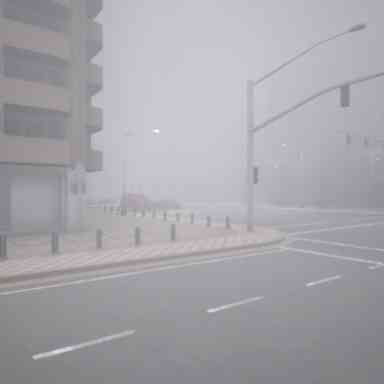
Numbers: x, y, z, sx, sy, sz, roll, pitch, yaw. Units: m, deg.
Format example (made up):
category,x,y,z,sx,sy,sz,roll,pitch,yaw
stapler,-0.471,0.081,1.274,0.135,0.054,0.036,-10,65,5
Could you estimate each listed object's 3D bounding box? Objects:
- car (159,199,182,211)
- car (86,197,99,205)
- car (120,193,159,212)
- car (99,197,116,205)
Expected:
category,x,y,z,sx,sy,sz,roll,pitch,yaw
car,-2.995,1.480,39.966,1.994,1.385,4.181,0,0,-35
car,-17.282,1.522,54.441,1.994,1.385,4.181,0,0,-35
car,-6.468,1.142,38.822,2.150,2.045,5.566,0,0,-35
car,-14.412,1.496,56.445,1.994,1.385,4.181,0,0,-35
